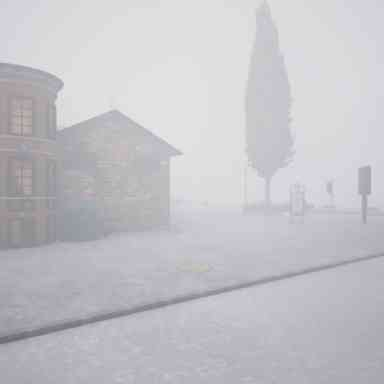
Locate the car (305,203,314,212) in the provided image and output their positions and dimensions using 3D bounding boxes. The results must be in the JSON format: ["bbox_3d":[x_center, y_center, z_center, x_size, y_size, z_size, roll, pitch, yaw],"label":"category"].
[{"bbox_3d":[11.272,1.600,37.799,1.895,1.301,4.718,0,0,-36],"label":"car"}]

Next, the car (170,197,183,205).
[{"bbox_3d":[-3.636,1.547,58.576,2.033,1.411,5.357,0,0,-36],"label":"car"}]

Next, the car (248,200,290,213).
[{"bbox_3d":[7.834,1.562,35.367,1.994,1.385,4.181,0,0,-36],"label":"car"}]
